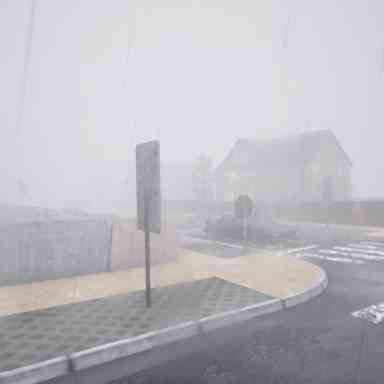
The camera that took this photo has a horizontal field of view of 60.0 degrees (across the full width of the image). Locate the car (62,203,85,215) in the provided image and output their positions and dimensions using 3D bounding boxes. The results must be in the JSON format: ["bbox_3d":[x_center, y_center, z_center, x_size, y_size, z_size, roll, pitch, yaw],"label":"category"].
[{"bbox_3d":[-15.184,2.157,42.533,1.837,1.490,4.892,-2,0,-34],"label":"car"}]

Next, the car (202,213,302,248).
[{"bbox_3d":[2.678,1.743,16.415,2.033,1.411,5.357,-2,0,-34],"label":"car"}]
